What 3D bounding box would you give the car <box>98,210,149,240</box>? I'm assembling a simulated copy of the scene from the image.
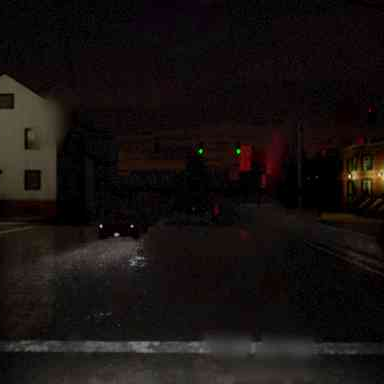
[{"bbox_3d":[-3.460,1.650,17.490,1.895,1.301,4.718,0,0,0],"label":"car"}]
